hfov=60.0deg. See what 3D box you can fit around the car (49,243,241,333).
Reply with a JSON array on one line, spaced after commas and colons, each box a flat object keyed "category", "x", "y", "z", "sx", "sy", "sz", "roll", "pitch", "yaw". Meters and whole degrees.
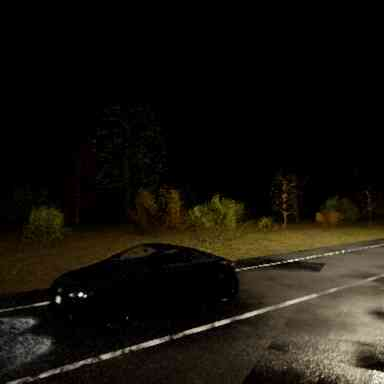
[{"category": "car", "x": -0.910, "y": 1.872, "z": 7.460, "sx": 4.181, "sy": 1.385, "sz": 1.994, "roll": 1, "pitch": -3, "yaw": -36}]
